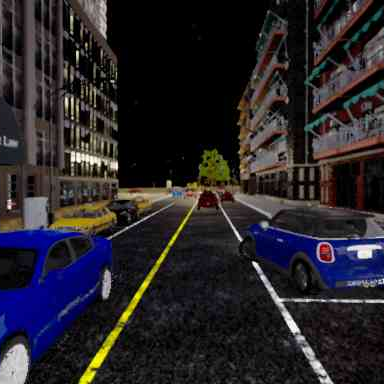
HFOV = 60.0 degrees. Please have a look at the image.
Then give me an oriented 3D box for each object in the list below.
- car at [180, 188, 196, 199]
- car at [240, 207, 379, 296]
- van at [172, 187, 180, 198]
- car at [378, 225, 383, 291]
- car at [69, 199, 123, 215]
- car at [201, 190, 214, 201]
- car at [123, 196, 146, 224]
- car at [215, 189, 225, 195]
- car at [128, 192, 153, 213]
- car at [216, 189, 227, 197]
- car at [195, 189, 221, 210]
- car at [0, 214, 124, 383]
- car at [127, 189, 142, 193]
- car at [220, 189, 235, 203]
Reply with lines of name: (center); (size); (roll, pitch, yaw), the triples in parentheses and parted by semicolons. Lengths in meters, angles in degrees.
car: (-0.256, 0.171, 54.819); (2.097, 1.767, 4.553); (0, 1, 3)
car: (2.909, 1.161, 8.449); (2.097, 1.767, 4.553); (0, 1, -11)
van: (-2.637, 0.073, 59.144); (1.690, 1.788, 3.998); (0, 1, 3)
car: (2.996, 1.202, 0.782); (2.150, 2.045, 5.566); (0, 1, 3)
car: (-4.659, 1.215, 14.771); (1.752, 1.417, 4.829); (0, 1, 3)
car: (2.329, 0.463, 49.075); (1.812, 1.442, 4.674); (0, 1, 3)
car: (-4.396, 1.133, 20.468); (1.947, 1.339, 4.313); (0, 1, 3)
car: (6.015, -0.023, 72.163); (1.887, 1.381, 4.507); (0, 1, 3)
car: (-4.148, 0.977, 25.823); (1.752, 1.417, 4.829); (0, 1, 3)
car: (5.616, 0.155, 64.245); (2.008, 1.369, 4.403); (0, 1, 3)
car: (1.517, 0.799, 31.346); (1.882, 1.535, 5.008); (0, 1, 3)
car: (-2.646, 1.373, 4.998); (1.882, 1.535, 5.008); (0, 1, 3)
car: (-16.283, -0.168, 94.024); (4.206, 1.307, 1.802); (-1, 2, 2)
car: (4.498, 0.664, 42.174); (1.802, 1.307, 4.206); (0, 1, 3)
